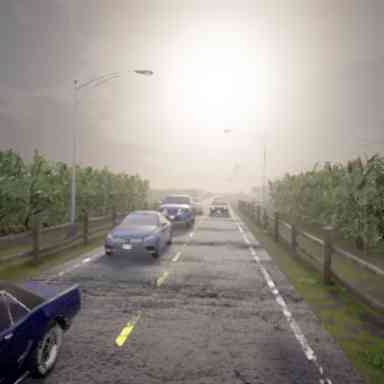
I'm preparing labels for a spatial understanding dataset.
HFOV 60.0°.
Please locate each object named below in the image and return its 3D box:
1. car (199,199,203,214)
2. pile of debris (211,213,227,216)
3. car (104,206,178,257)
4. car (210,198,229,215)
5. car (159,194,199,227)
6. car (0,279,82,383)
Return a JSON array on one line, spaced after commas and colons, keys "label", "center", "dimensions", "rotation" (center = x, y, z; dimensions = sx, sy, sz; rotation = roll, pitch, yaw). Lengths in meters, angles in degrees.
[{"label": "car", "center": [0.035, 1.361, 34.915], "dimensions": [2.097, 1.767, 4.553], "rotation": [1, 0, 5]}, {"label": "pile of debris", "center": [2.638, 2.232, 32.778], "dimensions": [1.500, 0.140, 1.860], "rotation": [1, 0, 5]}, {"label": "car", "center": [-1.870, 1.488, 12.927], "dimensions": [1.812, 1.442, 4.674], "rotation": [1, 0, 5]}, {"label": "car", "center": [2.919, 1.665, 35.389], "dimensions": [1.895, 1.301, 4.718], "rotation": [1, 0, 5]}, {"label": "car", "center": [-0.989, 1.202, 23.338], "dimensions": [2.150, 2.045, 5.566], "rotation": [1, 0, 5]}, {"label": "car", "center": [-2.695, 1.548, 2.751], "dimensions": [1.895, 1.301, 4.718], "rotation": [1, 0, 4]}]
